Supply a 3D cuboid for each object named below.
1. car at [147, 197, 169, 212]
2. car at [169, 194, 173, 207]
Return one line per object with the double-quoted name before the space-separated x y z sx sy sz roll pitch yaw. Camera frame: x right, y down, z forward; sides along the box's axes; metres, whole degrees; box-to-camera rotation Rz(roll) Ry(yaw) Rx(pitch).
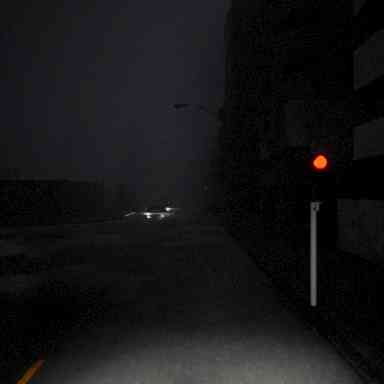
"car" -4.148 1.478 39.554 1.882 1.535 5.008 0 0 0
"car" -4.129 1.505 49.582 1.837 1.490 4.892 0 0 1
